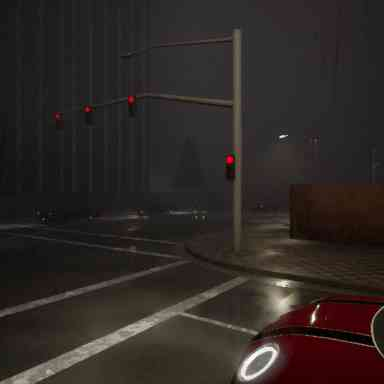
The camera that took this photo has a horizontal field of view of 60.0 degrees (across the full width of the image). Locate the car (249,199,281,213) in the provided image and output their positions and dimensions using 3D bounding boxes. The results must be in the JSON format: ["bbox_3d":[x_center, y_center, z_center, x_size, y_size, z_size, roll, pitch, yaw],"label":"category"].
[{"bbox_3d":[8.312,1.547,37.799,2.033,1.411,5.357,0,0,35],"label":"car"}]

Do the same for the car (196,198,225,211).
[{"bbox_3d":[2.344,1.491,41.784,2.128,1.511,4.902,0,0,36],"label":"car"}]

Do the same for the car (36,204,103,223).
[{"bbox_3d":[-9.276,1.601,25.415,1.895,1.301,4.718,0,0,35],"label":"car"}]

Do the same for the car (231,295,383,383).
[{"bbox_3d":[2.501,1.352,2.175,4.553,1.767,2.097,0,0,36],"label":"car"}]

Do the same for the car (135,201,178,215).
[{"bbox_3d":[-3.498,1.601,33.572,1.895,1.301,4.718,0,0,35],"label":"car"}]
